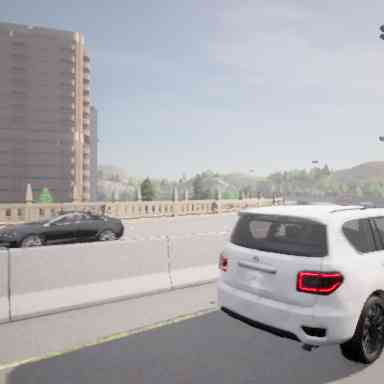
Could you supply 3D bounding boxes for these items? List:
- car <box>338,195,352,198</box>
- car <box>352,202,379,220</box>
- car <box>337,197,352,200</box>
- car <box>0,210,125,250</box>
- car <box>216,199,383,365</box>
[{"bbox_3d":[31.863,1.609,69.405,2.150,2.045,5.566,0,0,11],"label":"car"},{"bbox_3d":[16.658,1.726,31.776,1.812,1.442,4.674,0,0,34],"label":"car"},{"bbox_3d":[21.156,1.843,46.891,1.994,1.385,4.181,0,0,25],"label":"car"},{"bbox_3d":[-5.131,1.517,13.491,4.902,1.511,2.128,0,0,-39],"label":"car"},{"bbox_3d":[2.920,1.258,6.171,5.566,2.045,2.150,1,0,-39],"label":"car"}]
